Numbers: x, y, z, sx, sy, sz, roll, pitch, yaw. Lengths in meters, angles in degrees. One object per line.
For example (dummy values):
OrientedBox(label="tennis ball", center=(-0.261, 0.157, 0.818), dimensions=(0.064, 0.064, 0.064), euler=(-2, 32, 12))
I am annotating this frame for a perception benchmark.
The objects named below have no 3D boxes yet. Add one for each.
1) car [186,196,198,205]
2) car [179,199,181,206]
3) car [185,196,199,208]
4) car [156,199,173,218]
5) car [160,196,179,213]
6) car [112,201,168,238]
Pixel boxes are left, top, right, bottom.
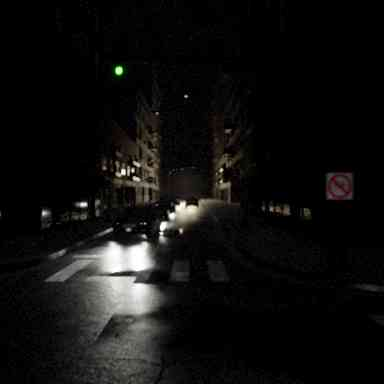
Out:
OrientedBox(label="car", center=(0.009, 1.423, 56.763), dimensions=(1.837, 1.490, 4.892), euler=(0, 0, 0))
OrientedBox(label="car", center=(-2.745, 1.439, 51.425), dimensions=(1.837, 1.490, 4.892), euler=(0, 0, 0))
OrientedBox(label="car", center=(0.008, 1.436, 46.343), dimensions=(1.837, 1.490, 4.892), euler=(0, 0, 0))
OrientedBox(label="car", center=(-2.834, 1.524, 26.862), dimensions=(1.994, 1.385, 4.181), euler=(0, 0, 0))
OrientedBox(label="car", center=(-2.836, 1.298, 36.592), dimensions=(2.097, 1.767, 4.553), euler=(0, 0, 0))
OrientedBox(label="car", center=(-2.785, 1.466, 17.701), dimensions=(2.128, 1.511, 4.902), euler=(0, 0, 3))
